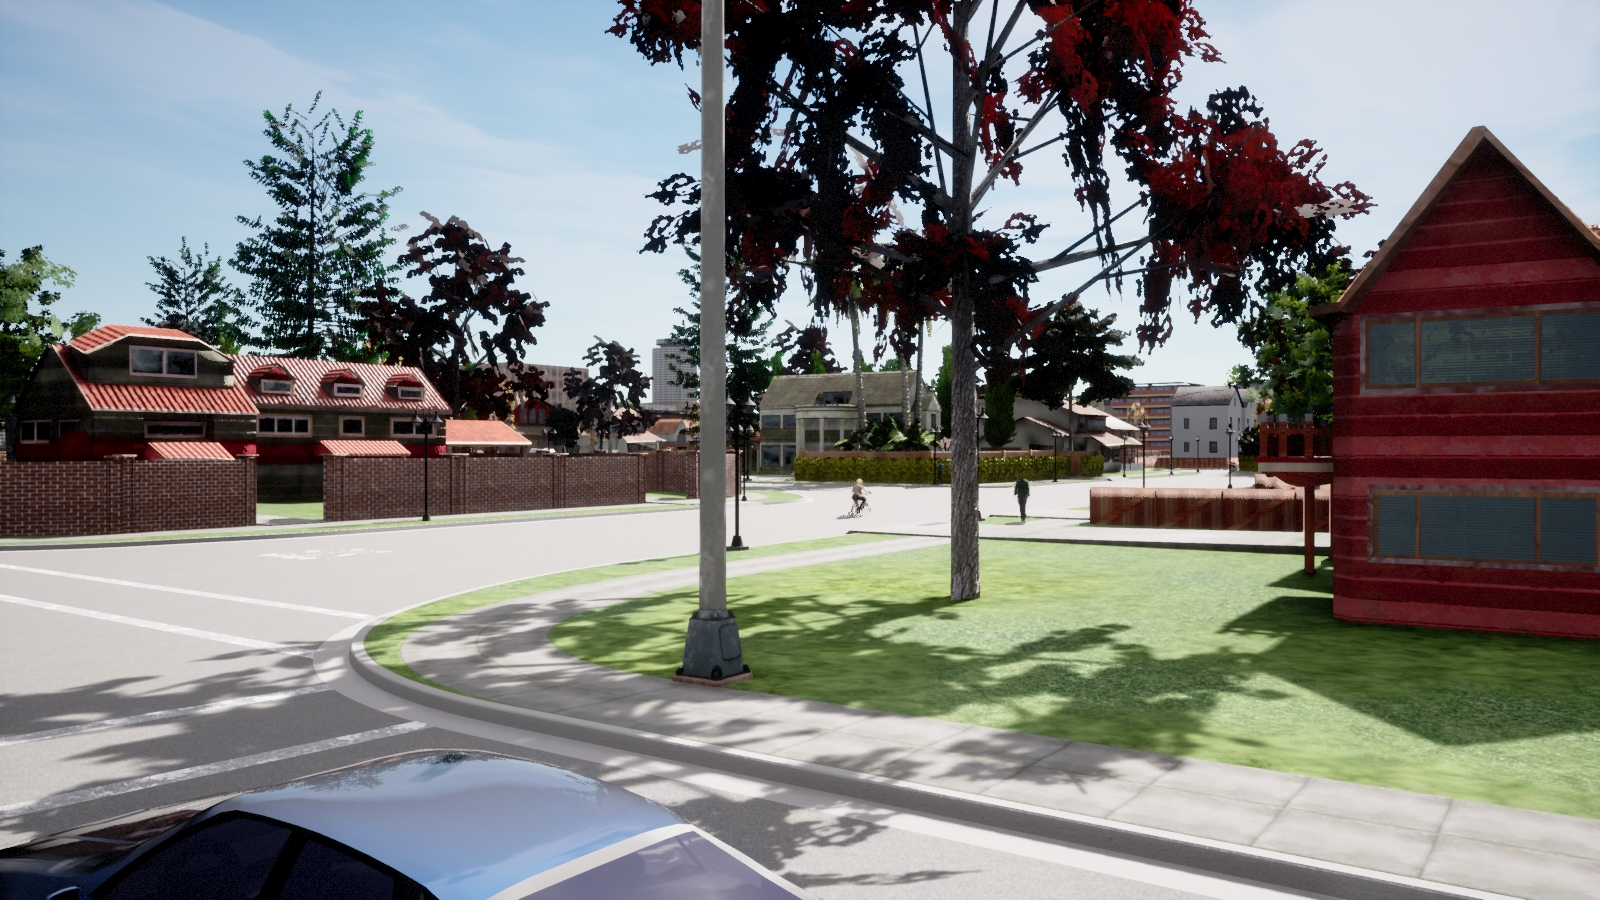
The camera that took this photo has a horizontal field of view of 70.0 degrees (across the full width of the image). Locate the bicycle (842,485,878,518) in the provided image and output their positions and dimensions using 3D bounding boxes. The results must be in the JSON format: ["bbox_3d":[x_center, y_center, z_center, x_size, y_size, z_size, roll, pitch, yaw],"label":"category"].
[{"bbox_3d":[2.526,2.145,47.830,0.859,1.301,1.487,0,0,34],"label":"bicycle"}]

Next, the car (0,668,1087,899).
[{"bbox_3d":[-1.713,2.106,4.943,5.357,1.411,2.033,0,0,36],"label":"car"}]

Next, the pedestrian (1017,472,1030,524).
[{"bbox_3d":[7.980,1.704,40.830,0.375,1.860,0.375,0,0,23],"label":"pedestrian"}]
